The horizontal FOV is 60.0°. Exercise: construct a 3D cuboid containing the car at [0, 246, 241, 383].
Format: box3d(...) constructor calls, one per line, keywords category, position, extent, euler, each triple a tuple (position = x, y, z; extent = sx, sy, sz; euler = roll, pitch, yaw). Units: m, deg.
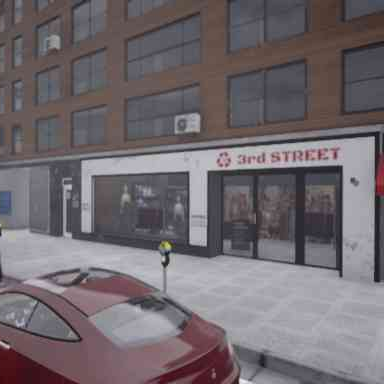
box3d(category="car", position=(-1.482, 1.569, 3.865), extent=(4.206, 1.307, 1.802), euler=(0, 0, 35))
